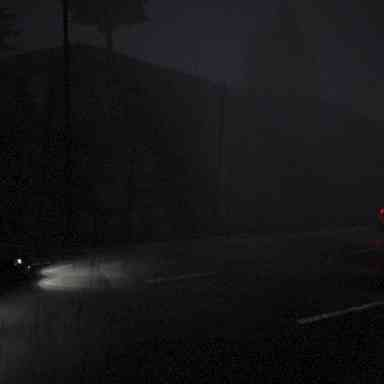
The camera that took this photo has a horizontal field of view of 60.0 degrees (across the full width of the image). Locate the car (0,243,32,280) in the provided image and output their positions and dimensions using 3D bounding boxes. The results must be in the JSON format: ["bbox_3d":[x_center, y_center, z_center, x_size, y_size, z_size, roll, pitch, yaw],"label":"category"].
[{"bbox_3d":[-6.662,1.575,7.557,5.357,1.411,2.033,-1,1,-22],"label":"car"}]

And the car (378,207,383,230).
[{"bbox_3d":[11.360,0.964,16.447,4.553,1.767,2.097,-1,1,-30],"label":"car"}]
